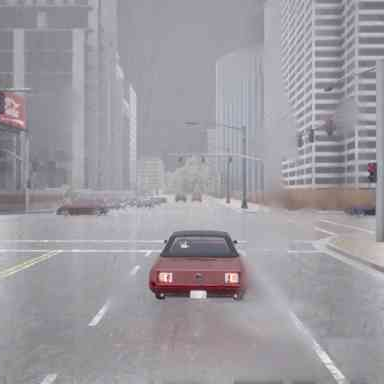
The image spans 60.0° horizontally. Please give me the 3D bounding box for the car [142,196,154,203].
[{"bbox_3d":[-9.491,1.524,72.098,1.812,1.442,4.674,0,0,1],"label":"car"}]

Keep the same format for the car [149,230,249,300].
[{"bbox_3d":[0.214,1.601,8.344,1.895,1.301,4.718,0,0,2],"label":"car"}]

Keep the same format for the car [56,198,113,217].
[{"bbox_3d":[-10.036,1.352,30.707,4.553,1.767,2.097,0,0,1],"label":"car"}]

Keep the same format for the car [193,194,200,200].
[{"bbox_3d":[1.181,1.353,84.086,1.812,1.442,4.674,0,0,1],"label":"car"}]

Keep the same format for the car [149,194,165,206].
[{"bbox_3d":[-6.304,1.491,55.841,2.128,1.511,4.902,0,0,1],"label":"car"}]

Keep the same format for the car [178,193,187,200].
[{"bbox_3d":[-2.319,1.184,84.106,2.097,1.767,4.553,0,0,1],"label":"car"}]

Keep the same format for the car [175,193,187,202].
[{"bbox_3d":[-2.471,1.216,73.466,2.150,2.045,5.566,0,0,1],"label":"car"}]

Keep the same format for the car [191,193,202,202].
[{"bbox_3d":[1.029,1.216,73.416,2.150,2.045,5.566,0,0,1],"label":"car"}]

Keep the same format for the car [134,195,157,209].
[{"bbox_3d":[-6.442,1.526,46.712,1.812,1.442,4.674,0,0,1],"label":"car"}]

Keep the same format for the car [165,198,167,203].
[{"bbox_3d":[-6.107,1.601,65.939,1.895,1.301,4.718,0,0,1],"label":"car"}]

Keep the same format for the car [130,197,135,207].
[{"bbox_3d":[-9.857,1.491,52.704,2.128,1.511,4.902,0,0,1],"label":"car"}]

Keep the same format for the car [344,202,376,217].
[{"bbox_3d":[16.539,1.601,30.469,4.718,1.301,1.895,0,0,1],"label":"car"}]

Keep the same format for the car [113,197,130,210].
[{"bbox_3d":[-9.995,1.491,43.276,2.128,1.511,4.902,0,0,1],"label":"car"}]
